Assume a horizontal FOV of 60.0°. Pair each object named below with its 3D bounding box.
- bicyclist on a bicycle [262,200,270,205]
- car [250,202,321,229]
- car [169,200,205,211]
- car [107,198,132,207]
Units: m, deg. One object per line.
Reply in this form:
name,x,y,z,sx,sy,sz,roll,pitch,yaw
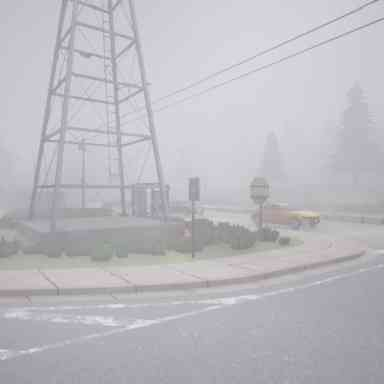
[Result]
bicyclist on a bicycle,7.263,1.404,32.661,1.656,1.620,0.582,-7,4,-34
car,6.037,1.477,22.013,1.882,1.535,5.008,0,0,-34
car,-0.681,1.488,31.867,2.128,1.511,4.902,0,0,-34
car,-10.341,1.563,46.517,4.181,1.385,1.994,0,0,8
